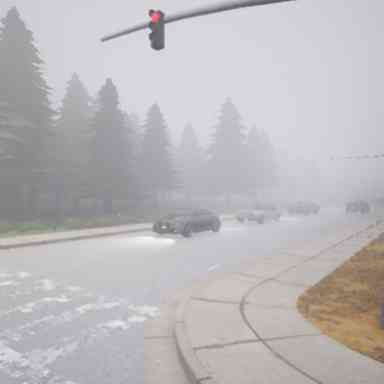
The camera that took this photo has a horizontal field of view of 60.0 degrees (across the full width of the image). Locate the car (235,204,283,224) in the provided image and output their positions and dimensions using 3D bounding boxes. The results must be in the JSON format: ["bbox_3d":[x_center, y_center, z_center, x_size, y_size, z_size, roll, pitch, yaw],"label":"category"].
[{"bbox_3d":[5.068,1.580,24.917,1.895,1.301,4.718,0,0,37],"label":"car"}]

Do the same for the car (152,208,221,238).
[{"bbox_3d":[-0.193,1.543,17.820,1.994,1.385,4.181,0,0,37],"label":"car"}]

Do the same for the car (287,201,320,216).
[{"bbox_3d":[11.037,1.579,32.944,1.895,1.301,4.718,0,0,37],"label":"car"}]

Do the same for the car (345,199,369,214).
[{"bbox_3d":[17.866,1.519,35.970,1.812,1.442,4.674,0,0,36],"label":"car"}]
